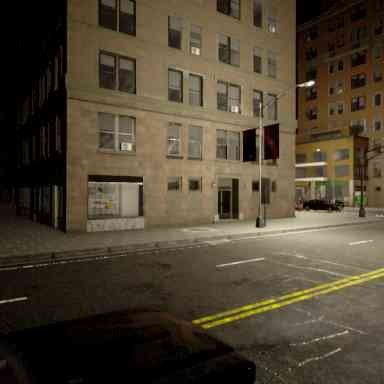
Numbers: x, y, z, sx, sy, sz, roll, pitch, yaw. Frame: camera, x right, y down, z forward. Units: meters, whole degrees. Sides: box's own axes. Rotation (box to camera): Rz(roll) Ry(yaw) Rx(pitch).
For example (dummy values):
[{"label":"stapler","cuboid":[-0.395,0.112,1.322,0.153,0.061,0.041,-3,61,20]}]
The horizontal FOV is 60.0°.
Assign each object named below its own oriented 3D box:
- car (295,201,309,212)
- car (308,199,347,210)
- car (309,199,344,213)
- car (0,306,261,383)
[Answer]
[{"label":"car","cuboid":[10.828,1.420,38.350,1.967,1.590,4.097,0,0,-35]},{"label":"car","cuboid":[17.405,1.576,42.947,1.947,1.339,4.313,0,0,-35]},{"label":"car","cuboid":[14.563,1.516,37.435,1.812,1.442,4.674,0,0,-35]},{"label":"car","cuboid":[-1.723,1.601,2.215,4.718,1.301,1.895,0,0,-35]}]
